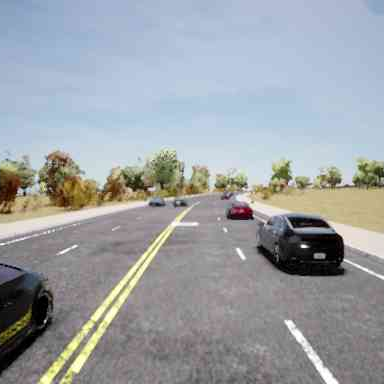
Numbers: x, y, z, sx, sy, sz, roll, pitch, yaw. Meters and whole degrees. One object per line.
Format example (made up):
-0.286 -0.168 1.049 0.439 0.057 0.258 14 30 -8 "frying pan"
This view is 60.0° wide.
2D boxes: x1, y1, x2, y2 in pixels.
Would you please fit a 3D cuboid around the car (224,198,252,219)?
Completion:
3.989 1.459 28.237 1.994 1.385 4.181 0 0 2 "car"

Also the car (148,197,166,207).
-4.900 1.349 47.478 2.033 1.411 5.357 0 0 4 "car"

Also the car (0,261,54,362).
-3.311 1.551 3.892 1.994 1.385 4.181 0 0 0 "car"

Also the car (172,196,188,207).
-1.640 1.293 47.434 2.128 1.511 4.902 0 0 4 "car"

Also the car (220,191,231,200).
7.431 1.141 75.455 1.812 1.442 4.674 0 0 6 "car"

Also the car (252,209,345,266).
3.482 1.469 11.388 1.837 1.490 4.892 0 0 1 "car"
